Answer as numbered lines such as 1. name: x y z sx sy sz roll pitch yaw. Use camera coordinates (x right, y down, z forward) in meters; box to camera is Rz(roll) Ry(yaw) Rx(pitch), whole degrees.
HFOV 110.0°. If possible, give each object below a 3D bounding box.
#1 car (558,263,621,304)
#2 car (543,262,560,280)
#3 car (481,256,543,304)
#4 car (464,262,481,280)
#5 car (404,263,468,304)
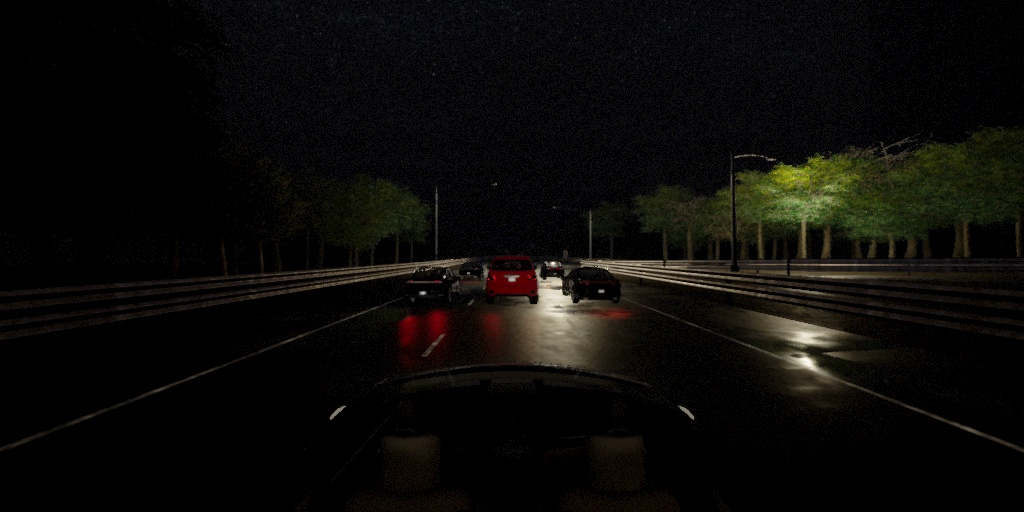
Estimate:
1. car: 3.500 1.235 16.500 1.882 1.535 5.008 0 0 0
2. car: 3.500 1.241 31.500 2.128 1.511 4.902 0 0 0
3. car: 0.000 1.008 16.530 2.150 2.045 5.566 0 0 0
4. car: -3.500 1.231 31.500 1.882 1.535 5.008 0 0 0
5. car: -3.500 1.245 16.501 2.128 1.511 4.902 0 0 0
